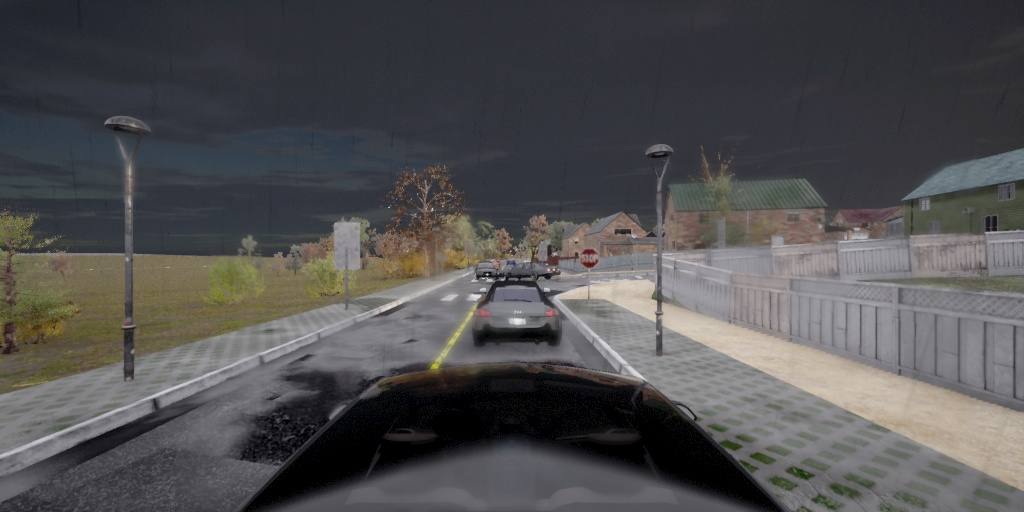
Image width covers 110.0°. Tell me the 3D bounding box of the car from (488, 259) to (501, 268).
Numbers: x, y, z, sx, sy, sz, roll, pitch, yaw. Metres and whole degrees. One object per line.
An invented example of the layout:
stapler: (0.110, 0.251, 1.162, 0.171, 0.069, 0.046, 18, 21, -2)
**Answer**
car: (-2.979, 1.256, 61.125, 1.882, 1.535, 5.008, 0, 0, 0)

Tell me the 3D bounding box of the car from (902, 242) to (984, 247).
car: (23.842, -0.208, 20.380, 4.902, 1.511, 2.128, -3, 0, 14)

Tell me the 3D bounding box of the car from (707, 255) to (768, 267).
car: (14.336, 0.413, 22.778, 4.181, 1.385, 1.994, -3, 0, 16)

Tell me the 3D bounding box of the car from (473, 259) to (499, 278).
car: (-2.324, 1.257, 31.272, 1.837, 1.490, 4.892, 0, 0, -8)

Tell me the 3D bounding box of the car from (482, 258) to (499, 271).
car: (-2.969, 1.120, 51.088, 2.097, 1.767, 4.553, 0, 0, 0)

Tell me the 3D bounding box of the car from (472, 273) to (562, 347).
car: (0.084, 1.313, 9.352, 1.994, 1.385, 4.181, 0, 0, -1)

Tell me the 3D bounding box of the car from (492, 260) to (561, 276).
car: (1.271, 1.198, 28.369, 5.357, 1.411, 2.033, -4, -3, 43)
